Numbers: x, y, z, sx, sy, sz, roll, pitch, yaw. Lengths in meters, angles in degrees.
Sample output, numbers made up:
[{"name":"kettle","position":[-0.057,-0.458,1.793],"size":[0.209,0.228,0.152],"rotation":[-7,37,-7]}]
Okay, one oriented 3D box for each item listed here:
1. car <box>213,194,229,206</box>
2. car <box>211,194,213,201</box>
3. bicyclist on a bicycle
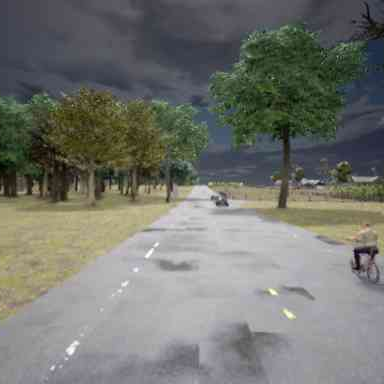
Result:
[{"name":"car","position":[4.679,1.454,52.604],"size":[1.812,1.442,4.674],"rotation":[1,1,1]},{"name":"car","position":[5.002,1.190,72.079],"size":[2.128,1.511,4.902],"rotation":[1,1,1]},{"name":"bicyclist on a bicycle","position":[4.586,1.517,8.868],"size":[0.866,1.612,1.509],"rotation":[1,0,2]}]
